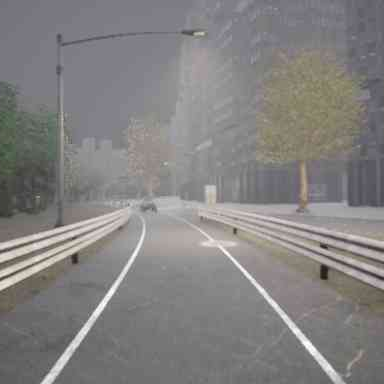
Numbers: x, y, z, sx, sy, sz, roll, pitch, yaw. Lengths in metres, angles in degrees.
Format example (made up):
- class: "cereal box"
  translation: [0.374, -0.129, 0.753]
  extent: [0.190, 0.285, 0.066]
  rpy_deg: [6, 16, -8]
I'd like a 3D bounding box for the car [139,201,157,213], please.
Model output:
- class: "car"
  translation: [-5.905, 1.943, 44.583]
  extent: [1.837, 1.490, 4.892]
  rpy_deg: [-1, 0, -16]
